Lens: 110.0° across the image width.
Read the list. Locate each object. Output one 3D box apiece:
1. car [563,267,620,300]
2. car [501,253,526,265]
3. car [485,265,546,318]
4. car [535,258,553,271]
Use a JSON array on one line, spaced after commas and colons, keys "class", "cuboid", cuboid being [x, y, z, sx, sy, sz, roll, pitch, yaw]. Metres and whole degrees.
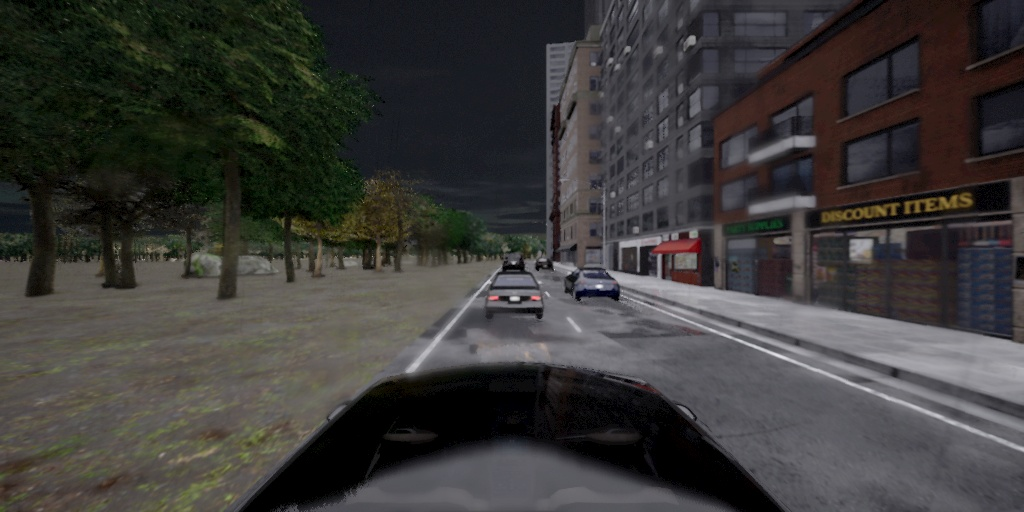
[{"class": "car", "cuboid": [3.626, 1.215, 16.893, 1.994, 1.385, 4.181, 0, 0, 0]}, {"class": "car", "cuboid": [0.156, 0.720, 35.262, 2.150, 2.045, 5.566, 0, 0, 0]}, {"class": "car", "cuboid": [0.098, 1.232, 12.608, 2.033, 1.411, 5.357, 0, 0, 0]}, {"class": "car", "cuboid": [3.677, 0.927, 41.715, 1.882, 1.535, 5.008, 0, 0, 0]}]
